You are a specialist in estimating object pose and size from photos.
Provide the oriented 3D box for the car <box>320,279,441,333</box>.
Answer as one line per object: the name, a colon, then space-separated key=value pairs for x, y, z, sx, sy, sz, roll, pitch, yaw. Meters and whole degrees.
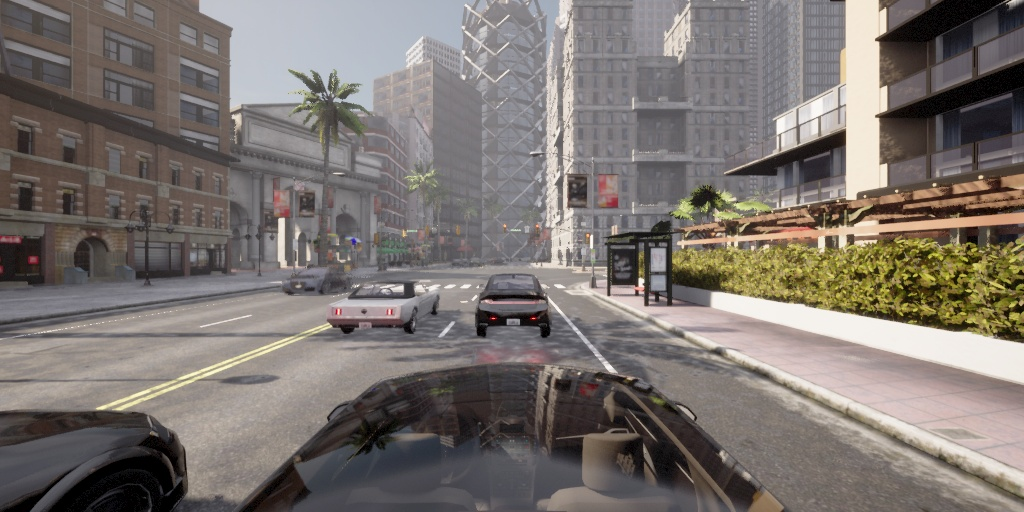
car: x=-3.457 y=1.351 z=10.708 sx=1.895 sy=1.301 sz=4.718 roll=0 pitch=0 yaw=0

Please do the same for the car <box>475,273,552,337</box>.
car: x=0.042 y=1.242 z=10.329 sx=2.128 sy=1.511 sz=4.902 roll=0 pitch=0 yaw=0

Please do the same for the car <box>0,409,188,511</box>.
car: x=-3.392 y=1.314 z=0.889 sx=1.994 sy=1.385 sz=4.181 roll=0 pitch=0 yaw=0

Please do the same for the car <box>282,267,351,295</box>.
car: x=-10.575 y=1.314 z=19.746 sx=1.994 sy=1.385 sz=4.181 roll=0 pitch=0 yaw=0
